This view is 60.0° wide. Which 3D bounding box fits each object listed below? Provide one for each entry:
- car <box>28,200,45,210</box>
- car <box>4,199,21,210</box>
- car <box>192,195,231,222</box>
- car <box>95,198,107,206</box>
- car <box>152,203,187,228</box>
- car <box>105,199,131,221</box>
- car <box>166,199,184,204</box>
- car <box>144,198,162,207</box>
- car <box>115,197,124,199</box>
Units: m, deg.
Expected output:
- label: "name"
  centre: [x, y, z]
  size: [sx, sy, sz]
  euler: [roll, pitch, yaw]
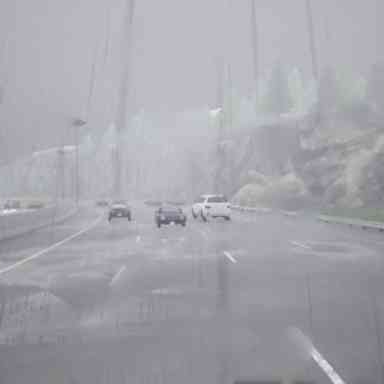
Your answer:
- label: "car"
  centre: [-23.252, 1.894, 49.784]
  size: [1.994, 1.385, 4.181]
  euler: [0, 0, -20]
- label: "car"
  centre: [-27.480, 1.859, 51.065]
  size: [2.128, 1.511, 4.902]
  euler: [0, 0, -21]
- label: "car"
  centre: [1.477, 1.289, 27.205]
  size: [2.150, 2.045, 5.566]
  euler: [0, 0, -11]
- label: "car"
  centre: [-17.079, 1.882, 62.624]
  size: [1.994, 1.385, 4.181]
  euler: [0, 0, -24]
- label: "car"
  centre: [-1.605, 1.682, 23.182]
  size: [1.895, 1.301, 4.718]
  euler: [0, 0, -9]
- label: "car"
  centre: [-6.293, 1.661, 29.062]
  size: [1.812, 1.442, 4.674]
  euler: [0, 0, -11]
- label: "car"
  centre: [-3.036, 1.795, 57.810]
  size: [1.895, 1.301, 4.718]
  euler: [0, 0, -22]
- label: "car"
  centre: [-6.834, 1.772, 58.076]
  size: [2.033, 1.411, 5.357]
  euler: [0, 0, -25]
- label: "car"
  centre: [-14.065, 1.791, 64.511]
  size: [2.128, 1.511, 4.902]
  euler: [0, 0, -25]
